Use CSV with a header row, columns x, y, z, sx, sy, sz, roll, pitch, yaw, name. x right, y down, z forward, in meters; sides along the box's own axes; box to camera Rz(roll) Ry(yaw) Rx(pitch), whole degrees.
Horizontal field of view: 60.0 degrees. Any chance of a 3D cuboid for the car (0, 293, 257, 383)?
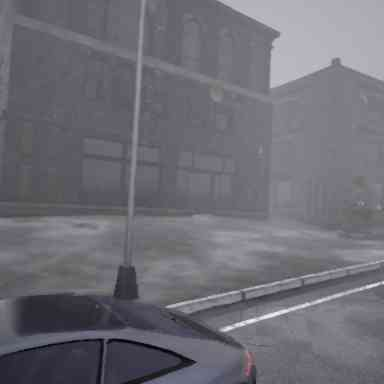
x,y,z,sx,sy,sz,roll,pitch,yaw,name
-1.450,1.564,2.299,4.181,1.385,1.994,0,0,-35,car
